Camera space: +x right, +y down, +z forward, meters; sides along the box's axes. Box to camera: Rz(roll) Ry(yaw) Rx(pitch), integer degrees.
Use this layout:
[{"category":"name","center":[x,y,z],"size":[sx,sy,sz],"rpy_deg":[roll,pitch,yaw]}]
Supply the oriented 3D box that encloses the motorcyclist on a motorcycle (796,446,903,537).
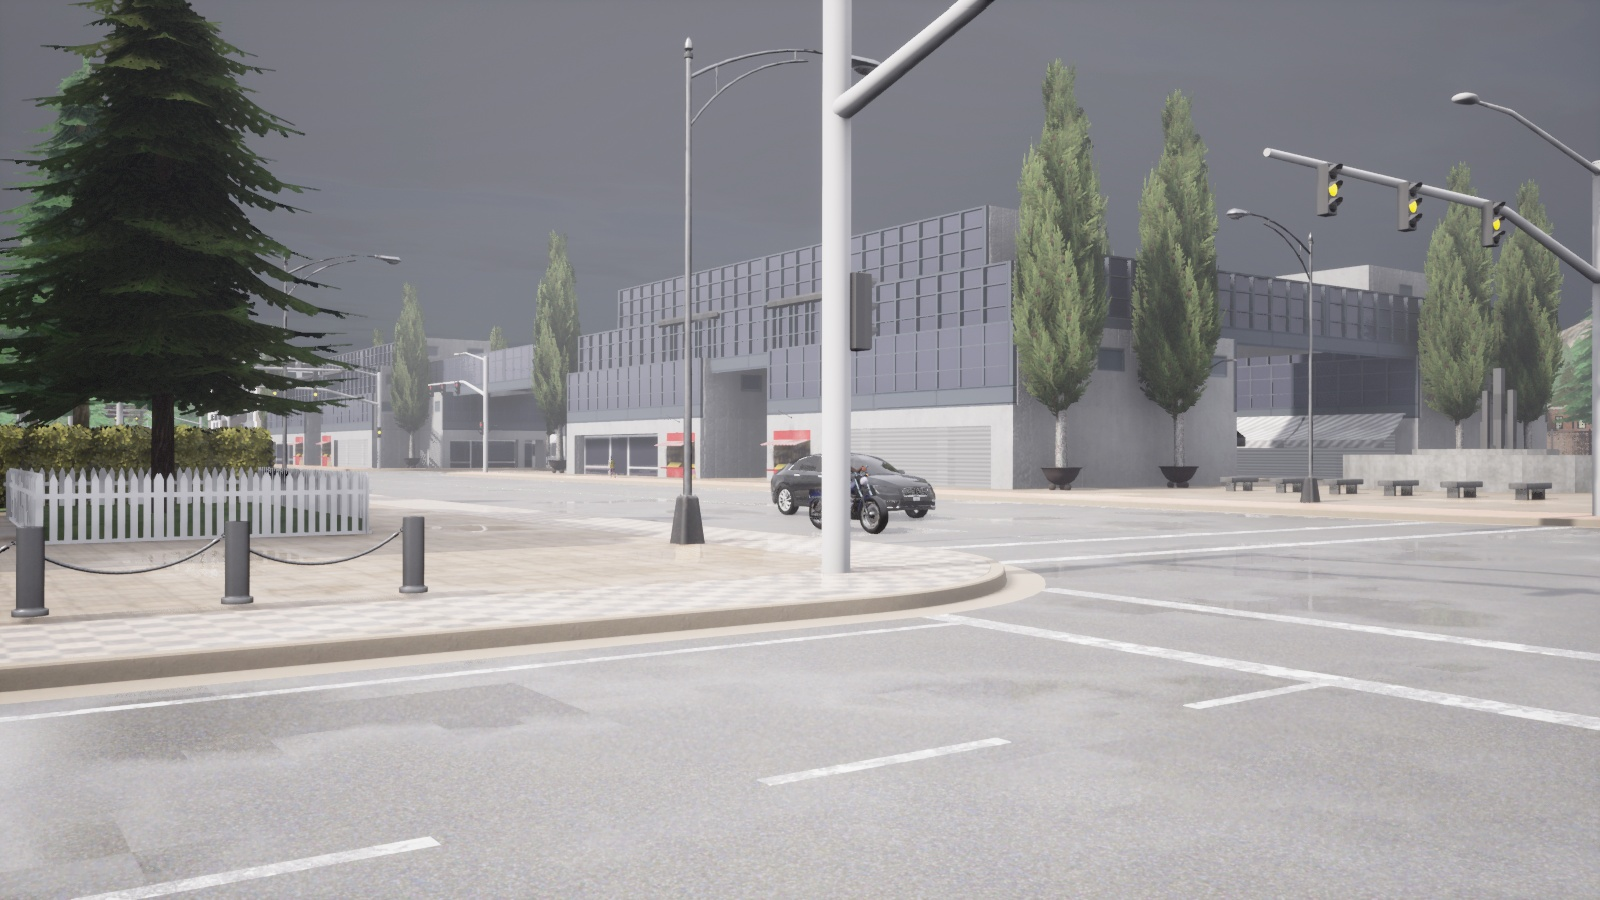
[{"category":"motorcyclist on a motorcycle","center":[0.901,0.752,23.853],"size":[0.766,1.649,2.350],"rpy_deg":[0,0,-35]}]

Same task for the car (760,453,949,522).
[{"category":"car","center":[1.174,0.820,29.581],"size":[1.837,1.490,4.892],"rpy_deg":[0,0,-35]}]
